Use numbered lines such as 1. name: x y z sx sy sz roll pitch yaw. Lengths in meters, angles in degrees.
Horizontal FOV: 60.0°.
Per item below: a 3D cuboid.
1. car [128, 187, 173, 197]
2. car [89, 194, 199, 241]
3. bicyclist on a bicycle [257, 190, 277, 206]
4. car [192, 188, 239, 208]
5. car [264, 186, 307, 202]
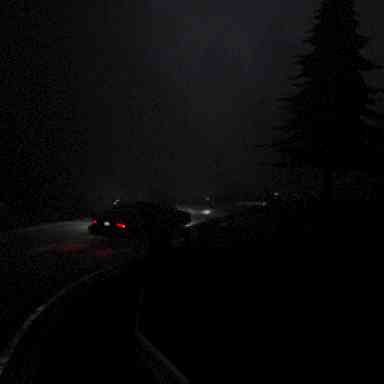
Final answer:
1. car: -2.701 0.548 19.988 2.097 1.767 4.553 4 4 26
2. car: -1.958 1.115 14.337 2.033 1.411 5.357 4 4 27
3. bicyclist on a bicycle: 4.523 0.743 19.975 1.656 1.620 0.582 9 1 27
4. car: 2.020 0.406 27.845 1.882 1.535 5.008 4 4 42
5. car: 9.618 0.151 34.313 4.553 1.767 2.097 0 2 -29
